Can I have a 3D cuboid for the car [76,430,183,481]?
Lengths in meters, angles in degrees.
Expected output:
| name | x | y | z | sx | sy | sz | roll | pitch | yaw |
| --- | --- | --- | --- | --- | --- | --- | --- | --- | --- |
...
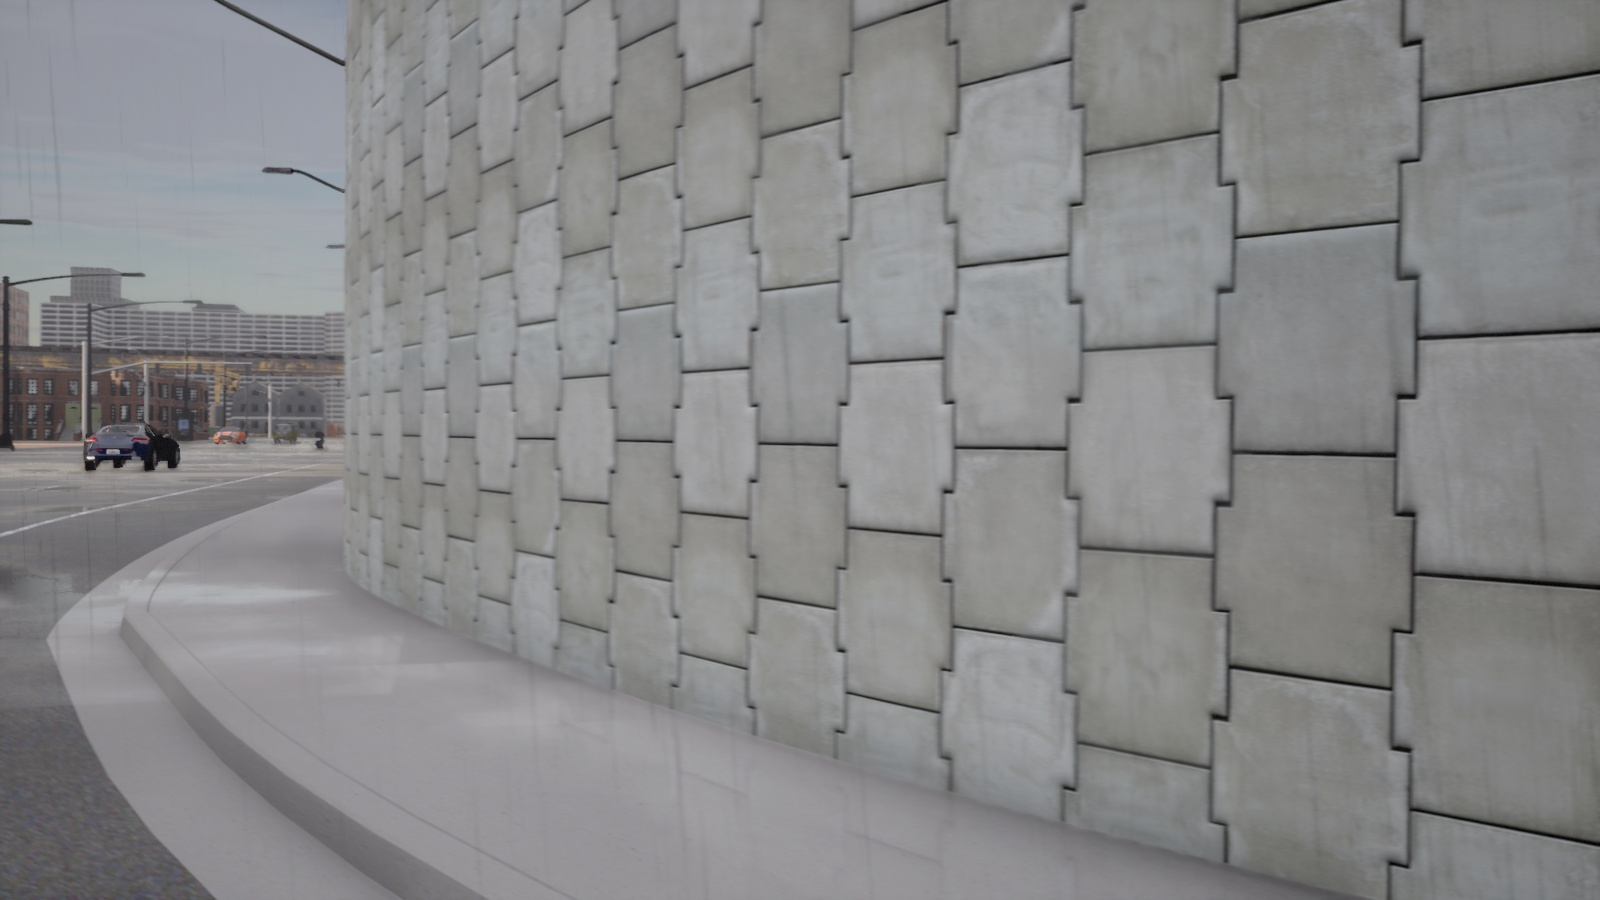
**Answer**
| name | x | y | z | sx | sy | sz | roll | pitch | yaw |
| --- | --- | --- | --- | --- | --- | --- | --- | --- | --- |
| car | -23.391 | 0.145 | 44.041 | 2.152 | 1.651 | 5.027 | -1 | 1 | -14 |
